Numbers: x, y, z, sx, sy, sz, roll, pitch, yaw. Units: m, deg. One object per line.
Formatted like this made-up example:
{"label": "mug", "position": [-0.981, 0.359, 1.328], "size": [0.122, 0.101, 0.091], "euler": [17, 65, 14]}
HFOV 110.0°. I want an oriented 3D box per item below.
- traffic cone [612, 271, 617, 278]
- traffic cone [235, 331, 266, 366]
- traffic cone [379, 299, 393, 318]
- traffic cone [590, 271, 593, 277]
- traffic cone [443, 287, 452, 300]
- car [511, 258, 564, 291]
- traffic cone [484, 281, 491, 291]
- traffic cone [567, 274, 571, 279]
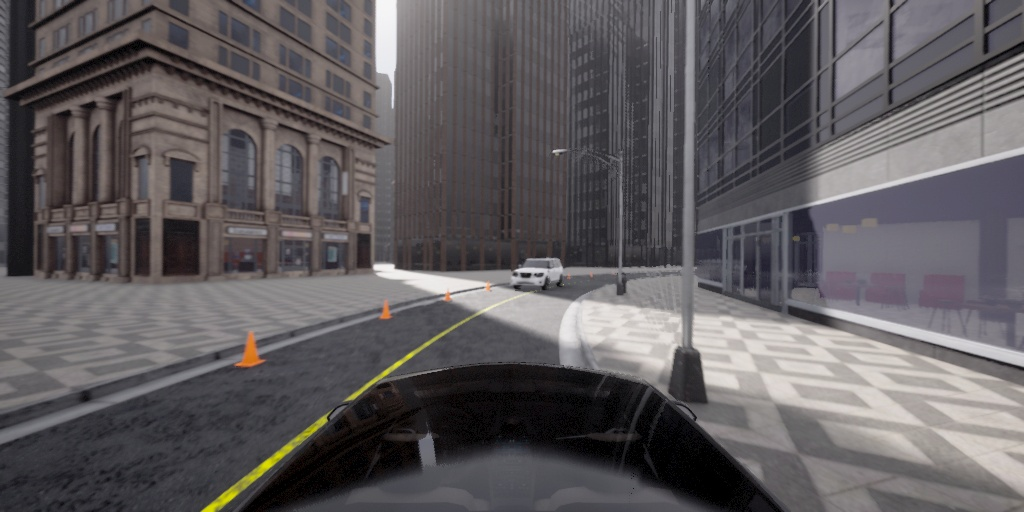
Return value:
{"label": "traffic cone", "position": [12.347, 2.036, 43.898], "size": [0.340, 0.580, 0.340], "euler": [0, 0, 44]}
{"label": "traffic cone", "position": [-4.832, 1.689, 6.632], "size": [0.340, 0.580, 0.340], "euler": [0, 0, 5]}
{"label": "traffic cone", "position": [-4.149, 1.727, 11.818], "size": [0.340, 0.580, 0.340], "euler": [0, 0, 10]}
{"label": "traffic cone", "position": [8.847, 1.997, 40.011], "size": [0.340, 0.580, 0.340], "euler": [0, 0, 40]}
{"label": "traffic cone", "position": [-3.024, 1.770, 16.925], "size": [0.340, 0.580, 0.340], "euler": [0, 0, 15]}
{"label": "car", "position": [1.841, 1.134, 23.755], "size": [2.150, 2.045, 5.566], "euler": [0, 0, 23]}
{"label": "traffic cone", "position": [-1.463, 1.817, 21.918], "size": [0.340, 0.580, 0.340], "euler": [0, 0, 20]}
{"label": "traffic cone", "position": [5.695, 1.958, 35.837], "size": [0.340, 0.580, 0.340], "euler": [0, 0, 35]}
